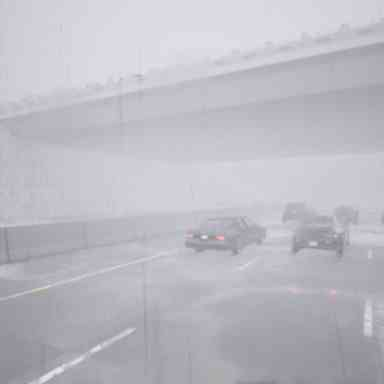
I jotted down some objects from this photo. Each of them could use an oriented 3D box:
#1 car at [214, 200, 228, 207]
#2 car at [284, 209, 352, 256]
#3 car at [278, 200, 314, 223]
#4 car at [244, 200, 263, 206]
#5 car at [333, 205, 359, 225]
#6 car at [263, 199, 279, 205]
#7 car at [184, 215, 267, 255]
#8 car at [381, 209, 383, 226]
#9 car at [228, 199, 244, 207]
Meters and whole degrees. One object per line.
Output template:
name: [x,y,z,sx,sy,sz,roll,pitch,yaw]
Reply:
car: [6.369,2.266,67.499,2.033,1.411,5.357,0,-1,28]
car: [5.393,1.670,13.814,1.812,1.442,4.674,0,0,29]
car: [9.168,1.647,28.277,2.097,1.767,4.553,0,-1,29]
car: [12.471,2.226,64.095,2.033,1.411,5.357,0,-1,29]
car: [12.484,1.804,27.042,1.812,1.442,4.674,0,0,29]
car: [15.546,2.152,62.453,2.128,1.511,4.902,0,-1,29]
car: [1.642,1.701,14.251,2.033,1.411,5.357,0,-1,28]
car: [15.390,1.819,25.062,1.994,1.385,4.181,0,-1,29]
car: [9.375,2.202,65.729,1.837,1.490,4.892,0,-1,29]
